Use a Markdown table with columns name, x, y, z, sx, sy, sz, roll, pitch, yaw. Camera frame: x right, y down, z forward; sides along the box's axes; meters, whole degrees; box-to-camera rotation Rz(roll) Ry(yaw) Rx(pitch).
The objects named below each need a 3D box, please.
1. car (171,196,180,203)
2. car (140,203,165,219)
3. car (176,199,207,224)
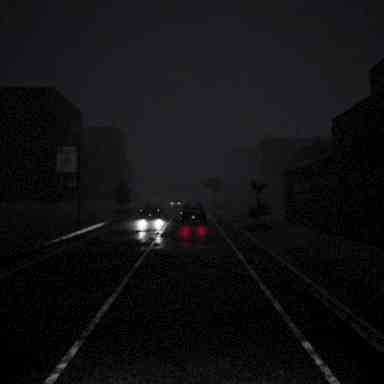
| name | x | y | z | sx | sy | sz | roll | pitch | yaw |
| --- | --- | --- | --- | --- | --- | --- | --- | --- | --- |
| car | -3.529 | 1.533 | 72.075 | 1.812 | 1.442 | 4.674 | 0 | 1 | 0 |
| car | -3.577 | 1.662 | 30.456 | 1.895 | 1.301 | 4.718 | 0 | 0 | 0 |
| car | 0.104 | 1.535 | 25.414 | 2.128 | 1.511 | 4.902 | 0 | 0 | 0 |
